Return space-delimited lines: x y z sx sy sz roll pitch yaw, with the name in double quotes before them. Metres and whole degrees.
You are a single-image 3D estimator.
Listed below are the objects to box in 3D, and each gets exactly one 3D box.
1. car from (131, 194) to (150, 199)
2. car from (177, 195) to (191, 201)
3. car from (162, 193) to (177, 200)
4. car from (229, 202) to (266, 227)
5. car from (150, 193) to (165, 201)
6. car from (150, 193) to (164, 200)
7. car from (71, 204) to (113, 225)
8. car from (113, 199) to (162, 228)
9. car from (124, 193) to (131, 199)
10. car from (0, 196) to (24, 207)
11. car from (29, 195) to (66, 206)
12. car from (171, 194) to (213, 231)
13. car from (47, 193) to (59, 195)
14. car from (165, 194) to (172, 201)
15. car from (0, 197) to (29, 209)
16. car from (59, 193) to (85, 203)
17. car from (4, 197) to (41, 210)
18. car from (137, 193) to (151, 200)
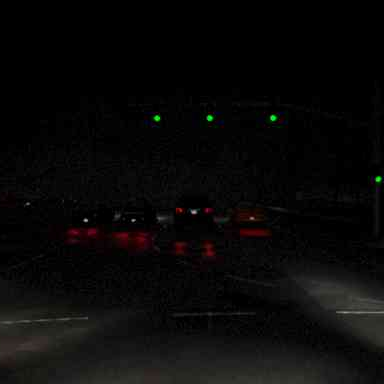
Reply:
"car" -11.398 1.307 73.252 1.882 1.535 5.008 0 0 -22
"car" -1.966 1.342 78.018 1.812 1.442 4.674 0 0 -22
"car" -5.908 1.157 87.319 2.128 1.511 4.902 0 0 -30
"car" 3.603 1.420 22.405 1.882 1.535 5.008 0 0 0
"car" -8.219 1.305 74.750 1.882 1.535 5.008 0 0 -22
"car" -9.057 1.137 85.790 1.837 1.490 4.892 0 0 -30
"car" -6.896 1.543 23.814 1.895 1.301 4.718 0 0 0
"car" -3.396 1.437 21.751 2.128 1.511 4.902 0 0 0
"car" -15.354 1.147 82.733 1.837 1.490 4.892 0 0 -30
"car" -28.160 1.435 51.323 2.033 1.411 5.357 0 0 -3
"car" -17.494 1.457 39.982 2.033 1.411 5.357 0 0 0
"car" 0.103 1.170 20.294 2.150 2.045 5.566 0 0 0
"car" -21.134 1.108 51.146 2.150 2.045 5.566 0 0 -3
"car" -5.010 1.361 76.150 2.033 1.411 5.357 0 0 -22
"car" -17.517 1.282 30.733 2.097 1.767 4.553 0 0 0
"car" -17.539 1.241 49.379 2.097 1.767 4.553 0 0 0
"car" -20.993 1.399 41.474 2.128 1.511 4.902 0 0 0
"car" -12.206 1.120 84.261 1.882 1.535 5.008 0 0 -30
